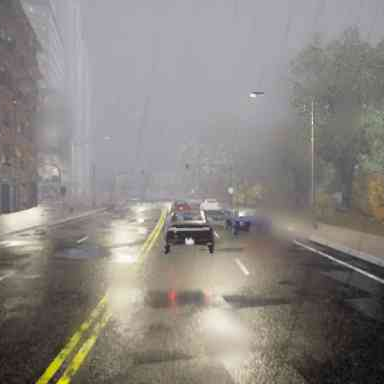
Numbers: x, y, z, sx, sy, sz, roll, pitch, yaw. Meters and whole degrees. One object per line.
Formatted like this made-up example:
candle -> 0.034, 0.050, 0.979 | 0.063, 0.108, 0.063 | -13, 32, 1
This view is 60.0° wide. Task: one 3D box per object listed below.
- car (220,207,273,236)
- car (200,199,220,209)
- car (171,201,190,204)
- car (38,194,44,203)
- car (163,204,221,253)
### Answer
car -> 2.946, 1.590, 18.524 | 1.895, 1.301, 4.718 | 0, 0, -2
car -> 1.950, 1.500, 35.882 | 1.812, 1.442, 4.674 | 0, 0, -4
car -> -1.157, 1.544, 33.711 | 1.994, 1.385, 4.181 | 0, 0, -4
car -> -27.353, 1.058, 56.099 | 4.097, 1.590, 1.967 | 1, -1, -13
car -> -0.152, 1.488, 13.755 | 2.128, 1.511, 4.902 | 0, 0, -2
